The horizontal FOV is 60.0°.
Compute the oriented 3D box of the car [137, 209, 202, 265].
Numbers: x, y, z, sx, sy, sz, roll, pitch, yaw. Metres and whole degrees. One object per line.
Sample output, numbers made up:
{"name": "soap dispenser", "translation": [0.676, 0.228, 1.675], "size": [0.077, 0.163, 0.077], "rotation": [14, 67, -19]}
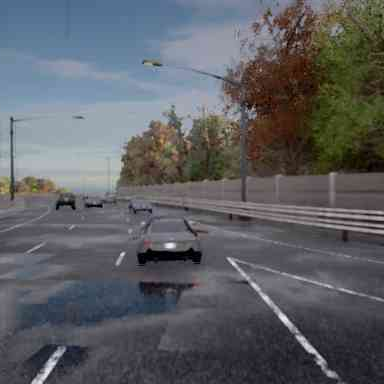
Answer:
{"name": "car", "translation": [-0.837, 1.491, 11.492], "size": [1.994, 1.385, 4.181], "rotation": [0, 0, -6]}

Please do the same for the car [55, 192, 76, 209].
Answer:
{"name": "car", "translation": [-15.841, 1.040, 41.608], "size": [2.150, 2.045, 5.566], "rotation": [0, 0, -23]}

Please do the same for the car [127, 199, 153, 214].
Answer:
{"name": "car", "translation": [-5.215, 1.357, 33.104], "size": [2.033, 1.411, 5.357], "rotation": [0, 0, -18]}

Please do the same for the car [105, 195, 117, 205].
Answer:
{"name": "car", "translation": [-13.199, 1.223, 52.121], "size": [2.128, 1.511, 4.902], "rotation": [-1, 0, -28]}

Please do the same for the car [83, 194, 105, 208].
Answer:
{"name": "car", "translation": [-13.154, 1.349, 44.061], "size": [1.994, 1.385, 4.181], "rotation": [0, 0, -24]}

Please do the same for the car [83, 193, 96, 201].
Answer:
{"name": "car", "translation": [-20.553, 0.996, 66.490], "size": [1.837, 1.490, 4.892], "rotation": [-1, 0, -24]}
